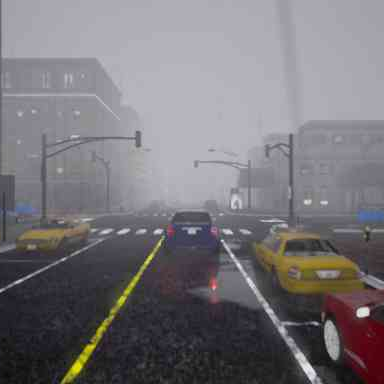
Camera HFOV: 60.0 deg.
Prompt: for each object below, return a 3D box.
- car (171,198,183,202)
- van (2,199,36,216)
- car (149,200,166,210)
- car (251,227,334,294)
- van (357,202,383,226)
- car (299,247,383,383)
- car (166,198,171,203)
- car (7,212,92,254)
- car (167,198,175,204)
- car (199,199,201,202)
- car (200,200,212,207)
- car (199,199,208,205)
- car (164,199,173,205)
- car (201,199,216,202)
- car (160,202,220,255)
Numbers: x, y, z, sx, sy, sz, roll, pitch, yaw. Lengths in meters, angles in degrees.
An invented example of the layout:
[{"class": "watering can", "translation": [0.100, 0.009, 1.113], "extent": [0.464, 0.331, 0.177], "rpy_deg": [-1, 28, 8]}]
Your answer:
[{"class": "car", "translation": [-3.008, 2.259, 72.144], "extent": [2.033, 1.411, 5.357], "rpy_deg": [0, -1, 0]}, {"class": "van", "translation": [-17.767, 1.598, 33.291], "extent": [3.998, 1.788, 1.690], "rpy_deg": [0, 0, 0]}, {"class": "car", "translation": [-5.702, 2.064, 52.540], "extent": [2.008, 1.369, 4.403], "rpy_deg": [0, -1, 0]}, {"class": "car", "translation": [2.684, 1.609, 8.860], "extent": [1.752, 1.417, 4.829], "rpy_deg": [0, -1, 0]}, {"class": "van", "translation": [14.656, 1.646, 25.154], "extent": [3.998, 1.788, 1.690], "rpy_deg": [0, 0, 0]}, {"class": "car", "translation": [2.685, 1.573, 2.993], "extent": [1.887, 1.381, 4.507], "rpy_deg": [0, -1, 0]}, {"class": "car", "translation": [-5.703, 2.184, 63.932], "extent": [2.008, 1.369, 4.403], "rpy_deg": [0, -1, 0]}, {"class": "car", "translation": [-5.697, 1.659, 14.220], "extent": [1.752, 1.417, 4.829], "rpy_deg": [0, -1, 0]}, {"class": "car", "translation": [-5.708, 2.385, 92.414], "extent": [1.967, 1.590, 4.097], "rpy_deg": [0, -1, 0]}, {"class": "car", "translation": [2.678, 2.155, 58.249], "extent": [1.802, 1.307, 4.206], "rpy_deg": [0, -1, 0]}, {"class": "car", "translation": [2.677, 2.184, 63.946], "extent": [2.008, 1.369, 4.403], "rpy_deg": [0, -1, 0]}, {"class": "car", "translation": [2.675, 2.369, 81.035], "extent": [2.008, 1.369, 4.403], "rpy_deg": [-1, -1, 0]}, {"class": "car", "translation": [-5.705, 2.341, 80.852], "extent": [1.752, 1.417, 4.829], "rpy_deg": [0, -1, 0]}, {"class": "car", "translation": [2.679, 1.894, 46.857], "extent": [1.967, 1.590, 4.097], "rpy_deg": [0, -1, 0]}, {"class": "car", "translation": [0.015, 1.483, 14.077], "extent": [2.097, 1.767, 4.553], "rpy_deg": [0, -1, 1]}]
